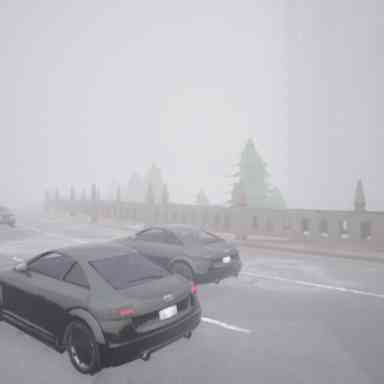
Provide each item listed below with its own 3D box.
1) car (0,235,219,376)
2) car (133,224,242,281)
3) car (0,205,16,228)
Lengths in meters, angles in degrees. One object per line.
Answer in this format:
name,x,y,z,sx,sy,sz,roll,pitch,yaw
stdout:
car,-1.879,1.581,5.713,4.181,1.385,1.994,0,0,39
car,-0.715,1.594,9.261,4.181,1.385,1.994,0,0,39
car,-13.059,1.587,21.982,2.033,1.411,5.357,0,0,-38
